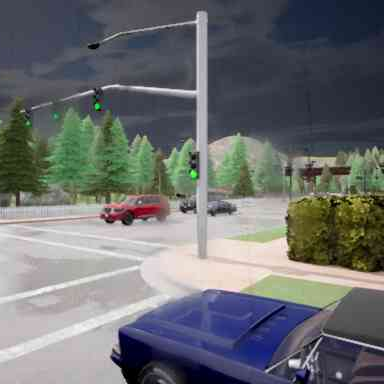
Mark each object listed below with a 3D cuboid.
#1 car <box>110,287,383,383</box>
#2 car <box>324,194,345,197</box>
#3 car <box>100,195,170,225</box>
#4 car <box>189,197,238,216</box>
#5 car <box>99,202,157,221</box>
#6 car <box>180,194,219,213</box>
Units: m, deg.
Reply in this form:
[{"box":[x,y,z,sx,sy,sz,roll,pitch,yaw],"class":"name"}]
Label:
[{"box":[1.467,1.601,2.919,4.718,1.301,1.895,0,0,36],"class":"car"},{"box":[16.861,1.218,38.923,2.150,2.045,5.566,0,0,38],"class":"car"},{"box":[-3.950,1.214,24.227,2.150,2.045,5.566,0,0,38],"class":"car"},{"box":[2.416,1.540,32.257,2.033,1.411,5.357,0,0,38],"class":"car"},{"box":[-5.299,1.592,28.161,1.895,1.301,4.718,0,0,38],"class":"car"},{"box":[1.036,1.213,36.144,2.150,2.045,5.566,0,0,39],"class":"car"}]
